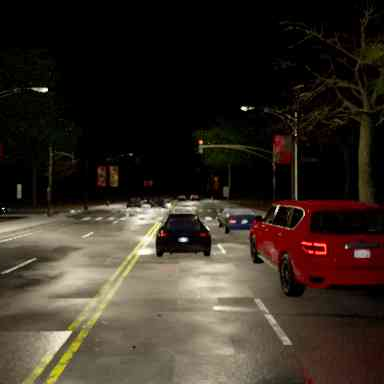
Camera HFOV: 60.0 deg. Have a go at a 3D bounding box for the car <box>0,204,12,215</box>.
[{"bbox_3d":[-20.022,1.480,32.073,4.892,1.490,1.837,1,0,-3],"label":"car"}]

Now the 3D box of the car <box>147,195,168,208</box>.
[{"bbox_3d":[-4.795,1.506,46.827,1.837,1.490,4.892,0,0,-2],"label":"car"}]

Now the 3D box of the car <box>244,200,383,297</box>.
[{"bbox_3d":[3.029,1.219,8.747,2.150,2.045,5.566,0,0,-2],"label":"car"}]

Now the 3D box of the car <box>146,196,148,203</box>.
[{"bbox_3d":[-8.436,1.504,61.089,2.128,1.511,4.902,0,0,-1],"label":"car"}]

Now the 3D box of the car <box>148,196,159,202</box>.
[{"bbox_3d":[-8.832,1.567,76.685,2.033,1.411,5.357,0,0,-2],"label":"car"}]

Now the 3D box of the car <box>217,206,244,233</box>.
[{"bbox_3d":[2.614,1.544,19.415,2.033,1.411,5.357,0,0,-2],"label":"car"}]

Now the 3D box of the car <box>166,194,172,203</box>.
[{"bbox_3d":[-5.290,1.617,66.397,1.895,1.301,4.718,0,0,-1],"label":"car"}]

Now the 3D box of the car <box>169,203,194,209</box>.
[{"bbox_3d":[-0.616,1.598,21.843,1.895,1.301,4.718,0,0,-2],"label":"car"}]

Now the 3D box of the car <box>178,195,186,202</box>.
[{"bbox_3d":[-2.341,1.622,77.081,1.895,1.301,4.718,0,0,-2],"label":"car"}]

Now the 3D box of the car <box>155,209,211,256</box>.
[{"bbox_3d":[-0.345,1.561,13.070,1.994,1.385,4.181,0,0,-2],"label":"car"}]

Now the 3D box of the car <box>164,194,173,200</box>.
[{"bbox_3d":[-5.725,1.246,81.544,1.837,1.490,4.892,0,0,-2],"label":"car"}]

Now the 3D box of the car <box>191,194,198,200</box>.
[{"bbox_3d":[0.613,1.395,87.142,1.882,1.535,5.008,0,0,-2],"label":"car"}]

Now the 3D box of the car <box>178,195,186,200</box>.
[{"bbox_3d":[-2.636,1.470,87.046,1.994,1.385,4.181,0,0,-2],"label":"car"}]

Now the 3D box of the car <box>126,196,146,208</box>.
[{"bbox_3d":[-8.049,1.504,46.920,1.837,1.490,4.892,0,1,-2],"label":"car"}]

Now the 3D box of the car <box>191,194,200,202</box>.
[{"bbox_3d":[0.908,1.579,77.147,1.994,1.385,4.181,0,0,-2],"label":"car"}]
